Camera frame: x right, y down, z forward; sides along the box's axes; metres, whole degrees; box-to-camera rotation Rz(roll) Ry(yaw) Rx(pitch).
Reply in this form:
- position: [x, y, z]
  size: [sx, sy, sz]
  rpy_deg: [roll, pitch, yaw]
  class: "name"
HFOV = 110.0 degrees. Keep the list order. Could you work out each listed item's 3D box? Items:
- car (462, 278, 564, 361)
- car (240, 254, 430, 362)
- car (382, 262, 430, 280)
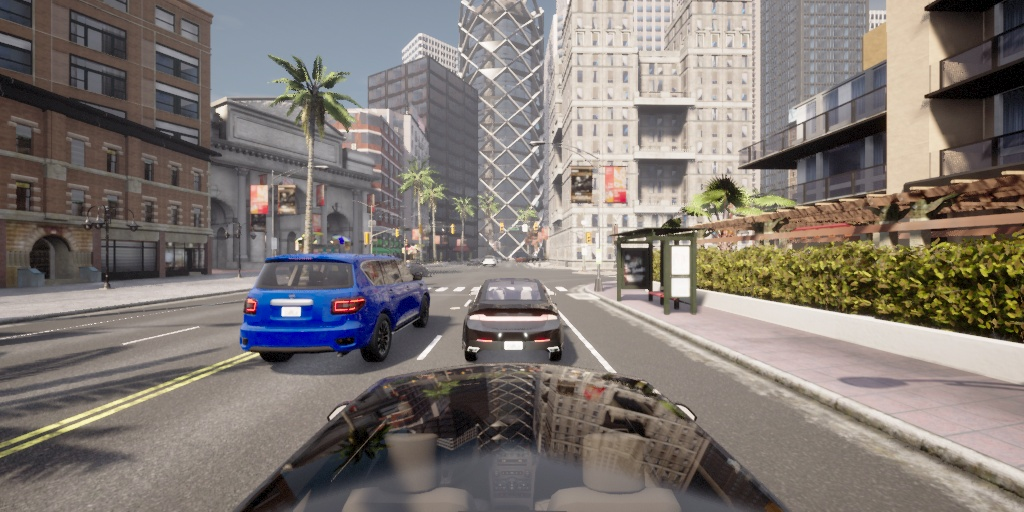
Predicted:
- position: [0.014, 1.241, 8.246]
  size: [2.128, 1.511, 4.902]
  rpy_deg: [0, 0, 0]
  class: "car"
- position: [-3.487, 0.971, 8.333]
  size: [2.150, 2.045, 5.566]
  rpy_deg: [0, 0, 0]
  class: "car"
- position: [-9.488, 1.313, 32.521]
  size: [1.994, 1.385, 4.181]
  rpy_deg: [0, 0, 22]
  class: "car"
